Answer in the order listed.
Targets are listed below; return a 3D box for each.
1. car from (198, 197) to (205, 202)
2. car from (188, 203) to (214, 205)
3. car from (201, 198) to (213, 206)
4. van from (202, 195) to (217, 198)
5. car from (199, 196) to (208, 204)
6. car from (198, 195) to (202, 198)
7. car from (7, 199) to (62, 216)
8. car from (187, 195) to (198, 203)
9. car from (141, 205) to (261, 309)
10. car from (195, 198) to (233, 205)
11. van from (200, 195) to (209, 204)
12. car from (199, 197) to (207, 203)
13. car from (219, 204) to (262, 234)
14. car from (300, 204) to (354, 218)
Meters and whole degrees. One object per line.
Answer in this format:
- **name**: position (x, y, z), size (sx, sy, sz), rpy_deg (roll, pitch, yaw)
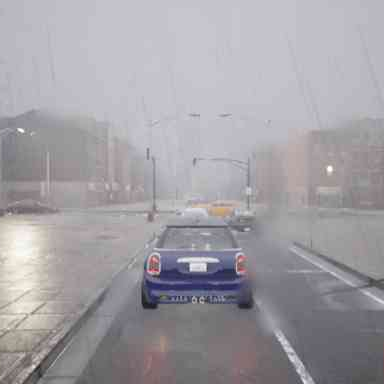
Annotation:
- **car**: position (2.721, 2.098, 92.658), size (1.802, 1.307, 4.206), rpy_deg (-2, -1, 0)
- **car**: position (0.148, 1.538, 17.837), size (1.812, 1.442, 4.674), rpy_deg (0, 0, 1)
- **car**: position (2.688, 1.766, 60.917), size (2.008, 1.369, 4.403), rpy_deg (-1, 0, 0)
- **van**: position (2.668, 1.454, 45.048), size (1.690, 1.788, 3.998), rpy_deg (-1, 0, 0)
- **car**: position (2.701, 1.790, 76.790), size (1.967, 1.590, 4.097), rpy_deg (-1, -1, 0)
- **car**: position (2.678, 1.492, 55.631), size (2.192, 1.841, 5.009), rpy_deg (-1, 0, 0)
- **car**: position (-14.254, 1.410, 30.162), size (4.674, 1.442, 1.812), rpy_deg (1, 1, 0)
- **car**: position (0.168, 1.710, 61.472), size (2.128, 1.511, 4.902), rpy_deg (0, 0, 0)
- **car**: position (0.107, 1.352, 8.018), size (2.097, 1.767, 4.553), rpy_deg (0, 0, 0)
- **car**: position (2.977, 1.585, 30.117), size (5.008, 1.535, 1.882), rpy_deg (1, 1, 0)
- **van**: position (2.694, 1.642, 71.500), size (1.690, 1.788, 3.998), rpy_deg (-1, -1, 0)
- **car**: position (2.709, 1.946, 82.078), size (1.887, 1.381, 4.507), rpy_deg (-1, -1, 0)
- **car**: position (2.645, 1.564, 18.089), size (2.008, 1.369, 4.403), rpy_deg (-1, 0, 0)
- **car**: position (13.283, 1.811, 33.051), size (4.718, 1.301, 1.895), rpy_deg (1, 1, 1)
